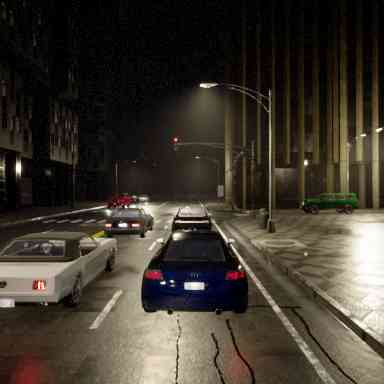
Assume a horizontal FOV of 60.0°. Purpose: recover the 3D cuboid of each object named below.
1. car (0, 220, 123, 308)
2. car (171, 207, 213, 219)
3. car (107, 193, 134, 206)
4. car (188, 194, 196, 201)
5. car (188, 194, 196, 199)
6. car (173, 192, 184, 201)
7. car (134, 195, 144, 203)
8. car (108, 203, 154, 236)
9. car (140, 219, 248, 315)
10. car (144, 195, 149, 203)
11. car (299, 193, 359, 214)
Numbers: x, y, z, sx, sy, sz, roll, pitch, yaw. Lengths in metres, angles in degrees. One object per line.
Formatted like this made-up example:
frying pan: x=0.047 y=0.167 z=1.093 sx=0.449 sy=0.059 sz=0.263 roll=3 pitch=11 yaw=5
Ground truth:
car: x=-3.148 y=1.597 z=7.868 sx=1.895 sy=1.301 sz=4.718 roll=0 pitch=0 yaw=0
car: x=-0.001 y=1.478 z=16.521 sx=2.128 sy=1.511 sz=4.902 roll=0 pitch=0 yaw=0
car: x=-9.852 y=1.142 z=45.119 sx=2.150 sy=2.045 sz=5.566 roll=0 pitch=0 yaw=0
car: x=-0.003 y=1.342 z=74.999 sx=2.033 sy=1.411 sz=5.357 roll=0 pitch=0 yaw=0
car: x=-0.003 y=1.200 z=85.450 sx=1.895 sy=1.301 sz=4.718 roll=0 pitch=0 yaw=0
car: x=-3.253 y=1.302 z=74.999 sx=1.837 sy=1.490 sz=4.892 roll=0 pitch=0 yaw=0
car: x=-9.842 y=1.377 z=55.192 sx=2.128 sy=1.511 sz=4.902 roll=0 pitch=0 yaw=0
car: x=-3.153 y=1.533 z=17.460 sx=2.033 sy=1.411 sz=5.357 roll=0 pitch=0 yaw=0
car: x=0.086 y=1.561 z=7.647 sx=1.994 sy=1.385 sz=4.181 roll=0 pitch=0 yaw=1
car: x=-9.768 y=1.365 z=67.291 sx=1.812 sy=1.442 sz=4.674 roll=0 pitch=0 yaw=0
car: x=13.566 y=1.113 z=32.990 sx=5.566 sy=2.045 sz=2.150 roll=0 pitch=0 yaw=2
